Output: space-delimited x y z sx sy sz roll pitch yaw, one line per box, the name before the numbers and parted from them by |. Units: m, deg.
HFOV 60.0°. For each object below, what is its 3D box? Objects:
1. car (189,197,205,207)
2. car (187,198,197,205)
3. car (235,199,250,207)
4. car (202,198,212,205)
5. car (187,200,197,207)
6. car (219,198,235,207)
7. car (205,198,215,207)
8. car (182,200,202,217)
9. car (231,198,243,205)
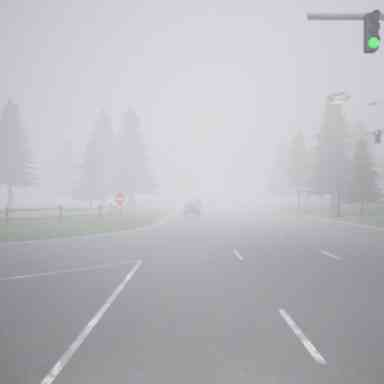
car | 0.414 1.778 51.086 2.150 2.045 5.566 0 -1 0
car | -0.001 2.196 77.247 2.128 1.511 4.902 0 -1 0
car | 10.499 2.252 67.243 1.812 1.442 4.674 0 -1 0
car | 3.499 2.196 77.247 2.128 1.511 4.902 0 -1 0
car | -0.001 2.330 67.272 1.895 1.301 4.718 0 -1 0
car | 6.999 2.253 67.243 1.812 1.442 4.674 0 -1 0
car | 3.499 2.290 67.242 1.994 1.385 4.181 0 -1 0
car | -0.015 1.898 36.208 1.837 1.490 4.892 0 -1 0
car | 10.499 2.211 77.247 2.033 1.411 5.357 0 -1 0
